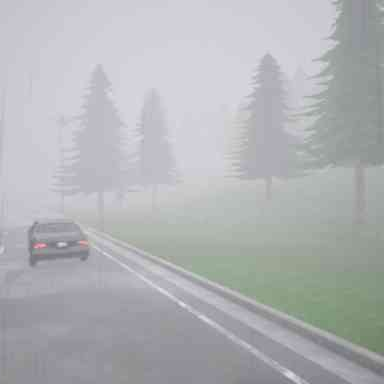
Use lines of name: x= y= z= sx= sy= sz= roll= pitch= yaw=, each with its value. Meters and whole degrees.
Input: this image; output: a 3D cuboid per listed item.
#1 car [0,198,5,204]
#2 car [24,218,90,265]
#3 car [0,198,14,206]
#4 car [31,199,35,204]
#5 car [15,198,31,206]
car: x=-48.184 y=2.326 z=82.203 sx=1.837 sy=1.490 sz=4.892 roll=-1 pitch=0 yaw=-11
car: x=-5.114 y=1.671 z=12.369 sx=2.033 sy=1.411 sz=5.357 roll=0 pitch=0 yaw=-27
car: x=-41.346 y=2.207 z=73.647 sx=2.097 sy=1.767 sz=4.553 roll=0 pitch=0 yaw=-25
car: x=-41.573 y=2.374 z=84.737 sx=1.837 sy=1.490 sz=4.892 roll=-1 pitch=0 yaw=-11
car: x=-38.085 y=2.366 z=74.958 sx=2.033 sy=1.411 sz=5.357 roll=0 pitch=0 yaw=-25
